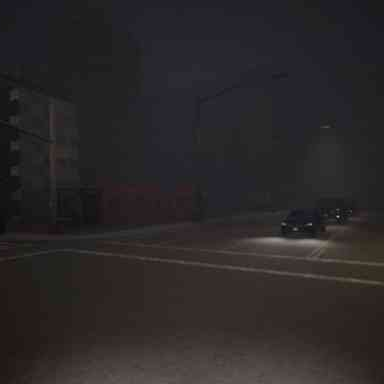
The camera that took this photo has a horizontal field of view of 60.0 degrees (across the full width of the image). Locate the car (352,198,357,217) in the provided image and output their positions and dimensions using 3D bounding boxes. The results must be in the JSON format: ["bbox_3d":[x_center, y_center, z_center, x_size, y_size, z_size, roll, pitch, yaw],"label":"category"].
[{"bbox_3d":[17.277,1.680,37.641,2.150,2.045,5.566,-1,-1,31],"label":"car"}]

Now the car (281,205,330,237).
[{"bbox_3d":[6.623,1.711,19.542,1.812,1.442,4.674,-1,-1,31],"label":"car"}]

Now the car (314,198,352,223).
[{"bbox_3d":[11.938,1.529,28.557,2.150,2.045,5.566,-1,-1,32],"label":"car"}]
